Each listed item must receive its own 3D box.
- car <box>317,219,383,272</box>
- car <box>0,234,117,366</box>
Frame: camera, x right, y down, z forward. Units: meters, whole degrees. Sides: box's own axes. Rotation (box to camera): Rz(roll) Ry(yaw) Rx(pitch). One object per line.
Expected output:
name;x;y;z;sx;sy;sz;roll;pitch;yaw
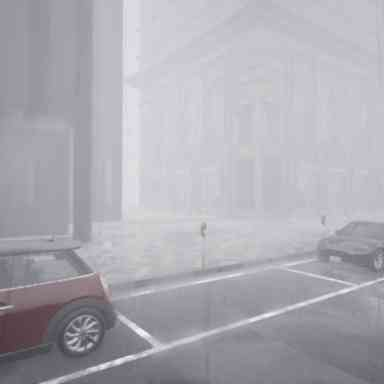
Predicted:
car;5.922;1.577;10.872;4.313;1.339;1.947;0;0;-36
car;-3.197;1.440;4.364;4.097;1.590;1.967;0;0;-36
